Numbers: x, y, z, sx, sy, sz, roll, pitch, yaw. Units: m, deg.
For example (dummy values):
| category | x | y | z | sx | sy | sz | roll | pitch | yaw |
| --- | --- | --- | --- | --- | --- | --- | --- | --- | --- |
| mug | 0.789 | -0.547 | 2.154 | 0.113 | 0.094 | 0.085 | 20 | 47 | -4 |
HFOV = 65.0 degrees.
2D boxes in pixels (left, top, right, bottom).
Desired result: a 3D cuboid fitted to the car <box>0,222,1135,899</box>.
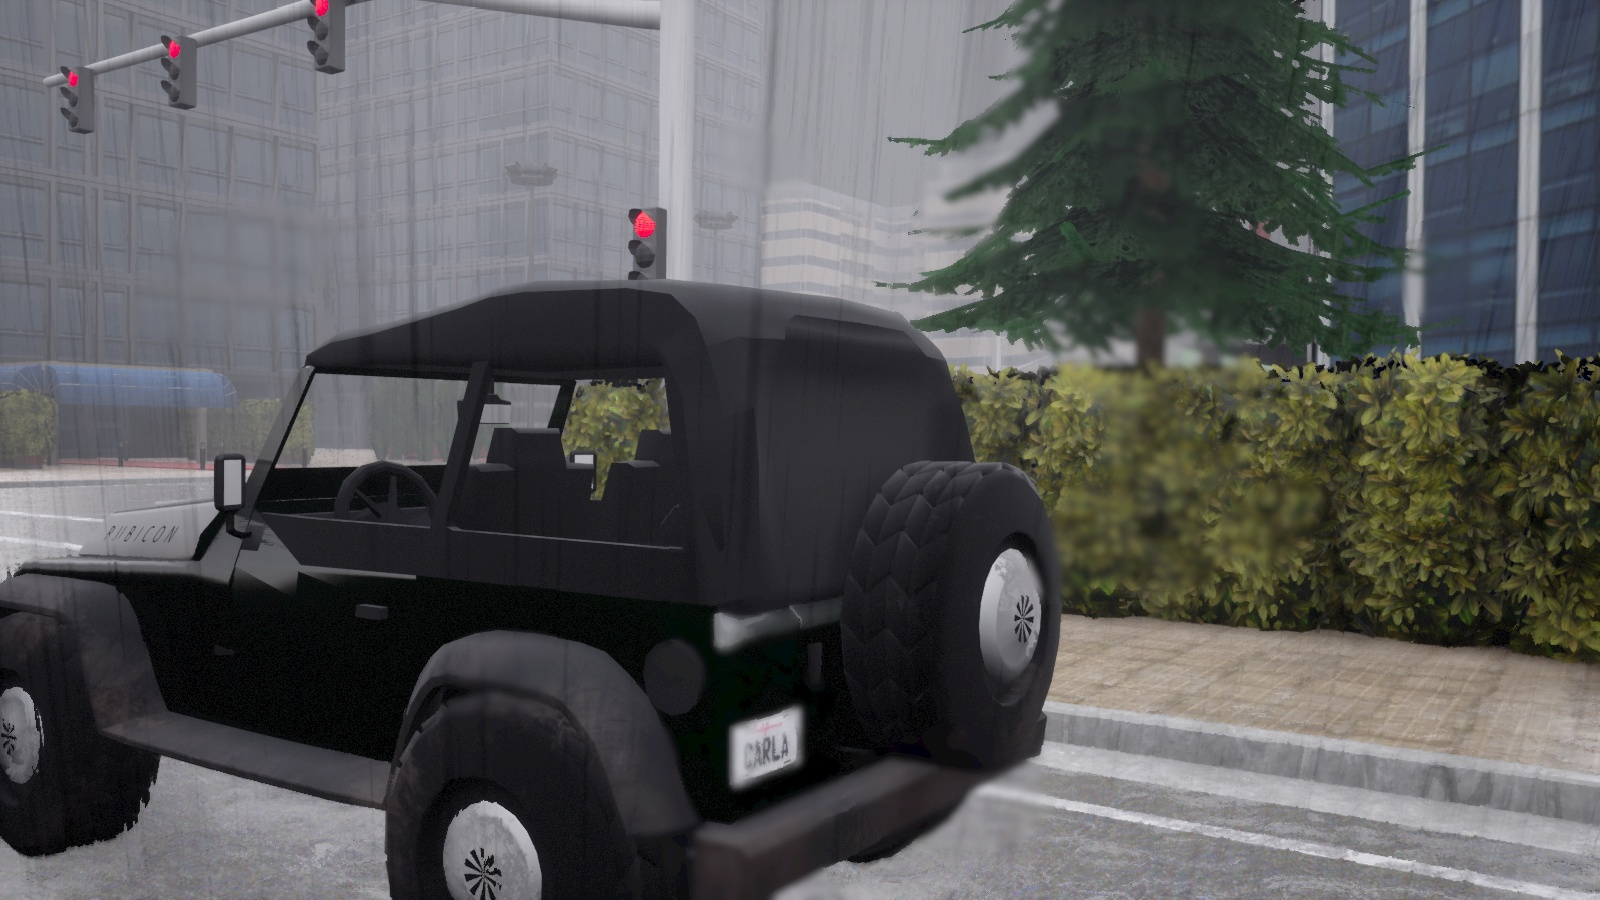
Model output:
| category | x | y | z | sx | sy | sz | roll | pitch | yaw |
| --- | --- | --- | --- | --- | --- | --- | --- | --- | --- |
| car | -1.061 | 0.478 | 4.325 | 3.866 | 1.878 | 1.905 | 0 | 1 | 34 |
